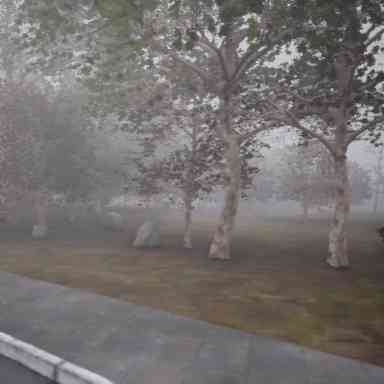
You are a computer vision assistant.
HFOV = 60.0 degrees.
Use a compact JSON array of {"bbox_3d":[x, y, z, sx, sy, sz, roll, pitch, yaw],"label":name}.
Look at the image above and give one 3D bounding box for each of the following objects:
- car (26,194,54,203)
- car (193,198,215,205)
[{"bbox_3d":[-22.605,0.506,47.408,2.150,2.045,5.566,4,-1,42],"label":"car"},{"bbox_3d":[2.755,2.591,91.774,2.435,2.045,5.566,4,1,43],"label":"car"}]
